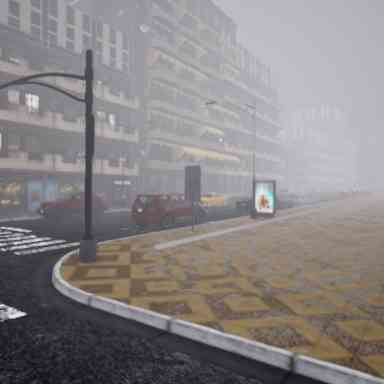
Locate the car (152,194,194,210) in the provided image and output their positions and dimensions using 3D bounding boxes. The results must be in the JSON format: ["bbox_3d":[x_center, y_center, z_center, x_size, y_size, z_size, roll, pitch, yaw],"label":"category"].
[{"bbox_3d":[-1.768,0.921,32.327,1.802,1.307,4.206,2,2,35],"label":"car"}]

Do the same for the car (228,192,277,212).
[{"bbox_3d":[5.136,0.983,27.577,1.947,1.339,4.313,2,2,35],"label":"car"}]

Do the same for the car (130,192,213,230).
[{"bbox_3d":[-1.219,0.940,18.478,2.192,1.841,5.009,2,2,35],"label":"car"}]

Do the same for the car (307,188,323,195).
[{"bbox_3d":[26.836,-0.174,73.226,1.967,1.590,4.097,2,2,35],"label":"car"}]

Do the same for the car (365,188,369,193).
[{"bbox_3d":[36.925,-0.099,73.036,1.887,1.381,4.507,2,2,35],"label":"car"}]

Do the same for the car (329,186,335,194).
[{"bbox_3d":[33.194,-0.389,82.316,1.967,1.590,4.097,2,2,35],"label":"car"}]

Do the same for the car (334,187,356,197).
[{"bbox_3d":[27.389,0.222,59.399,1.887,1.381,4.507,2,2,35],"label":"car"}]

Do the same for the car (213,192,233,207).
[{"bbox_3d":[1.739,0.795,32.841,1.882,1.535,5.008,1,2,35],"label":"car"}]

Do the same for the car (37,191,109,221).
[{"bbox_3d":[-8.121,0.862,23.229,2.192,1.841,5.009,2,2,35],"label":"car"}]

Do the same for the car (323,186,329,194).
[{"bbox_3d":[30.014,-0.177,77.775,1.887,1.381,4.507,2,2,35],"label":"car"}]

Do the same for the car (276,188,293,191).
[{"bbox_3d":[13.956,0.269,50.140,2.097,1.767,4.553,1,1,35],"label":"car"}]

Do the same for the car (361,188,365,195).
[{"bbox_3d":[33.746,0.008,68.490,1.887,1.381,4.507,2,2,35],"label":"car"}]

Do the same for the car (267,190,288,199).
[{"bbox_3d":[14.123,0.356,55.051,1.887,1.381,4.507,2,2,35],"label":"car"}]

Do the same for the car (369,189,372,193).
[{"bbox_3d":[43.283,-0.308,82.128,2.008,1.369,4.403,2,2,35],"label":"car"}]

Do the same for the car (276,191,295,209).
[{"bbox_3d":[8.315,0.878,32.124,1.947,1.339,4.313,2,2,35],"label":"car"}]

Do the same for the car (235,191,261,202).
[{"bbox_3d":[7.766,0.606,45.961,1.802,1.307,4.206,2,2,35],"label":"car"}]

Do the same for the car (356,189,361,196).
[{"bbox_3d":[30.568,0.011,63.941,1.967,1.590,4.097,2,2,35],"label":"car"}]
